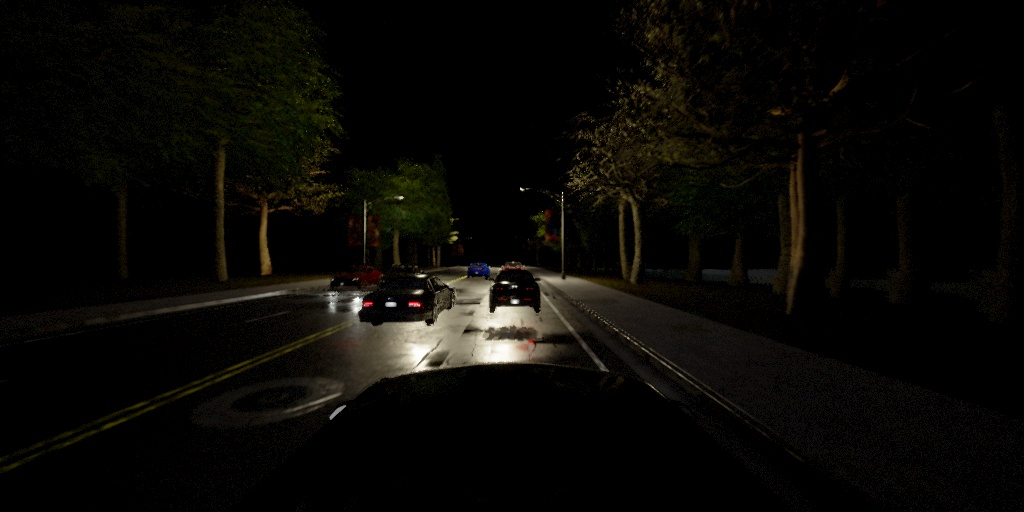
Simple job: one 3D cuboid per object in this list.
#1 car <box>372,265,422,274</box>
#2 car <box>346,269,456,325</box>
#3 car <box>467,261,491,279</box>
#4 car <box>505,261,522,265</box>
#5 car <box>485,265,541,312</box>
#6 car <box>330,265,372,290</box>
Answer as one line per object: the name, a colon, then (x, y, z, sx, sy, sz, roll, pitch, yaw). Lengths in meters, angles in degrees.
car: (-6.594, 1.318, 22.100, 1.837, 1.490, 4.892, 0, 0, 0)
car: (-3.148, 1.316, 11.825, 2.033, 1.411, 5.357, 0, 0, 0)
car: (-3.142, 1.390, 34.553, 1.882, 1.535, 5.008, 0, -1, 0)
car: (0.108, 1.245, 32.449, 2.097, 1.767, 4.553, 0, -1, 0)
car: (0.095, 1.283, 14.402, 1.837, 1.490, 4.892, 0, 0, 0)
car: (-9.844, 1.345, 23.090, 1.812, 1.442, 4.674, 0, 0, 0)
